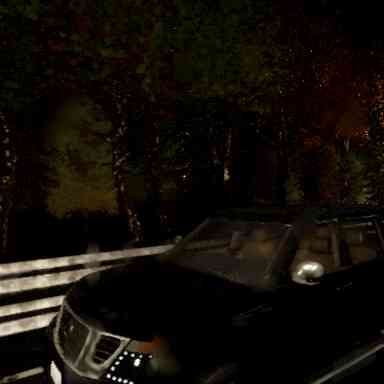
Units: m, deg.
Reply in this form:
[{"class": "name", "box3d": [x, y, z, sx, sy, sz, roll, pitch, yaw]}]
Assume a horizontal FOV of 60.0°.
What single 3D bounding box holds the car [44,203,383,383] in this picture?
[{"class": "car", "box3d": [1.106, 1.204, 4.422, 5.566, 2.045, 2.150, 0, 0, -35]}]
